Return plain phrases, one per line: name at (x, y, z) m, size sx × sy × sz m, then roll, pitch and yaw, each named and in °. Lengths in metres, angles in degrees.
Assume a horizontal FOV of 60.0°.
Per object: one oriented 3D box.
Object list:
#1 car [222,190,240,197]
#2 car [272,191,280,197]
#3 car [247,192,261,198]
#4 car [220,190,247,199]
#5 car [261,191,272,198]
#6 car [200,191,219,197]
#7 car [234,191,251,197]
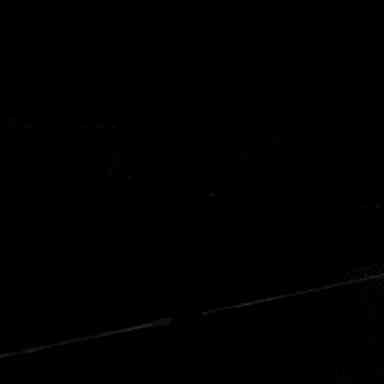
car at (9.678, 0.377, 82.447) m, size 1.837 × 1.490 × 4.892 m, roll 0°, pitch 1°, yaw -29°
car at (17.763, 0.618, 75.213) m, size 2.128 × 1.511 × 4.902 m, roll 0°, pitch 1°, yaw -29°
car at (11.756, 0.638, 71.613) m, size 2.033 × 1.411 × 5.357 m, roll 0°, pitch 1°, yaw -29°
car at (8.670, 0.623, 69.961) m, size 2.128 × 1.511 × 4.902 m, roll 0°, pitch 1°, yaw -29°
car at (14.698, 0.689, 73.523) m, size 1.895 × 1.301 × 4.718 m, roll 0°, pitch 1°, yaw -29°
car at (3.576, 0.410, 79.017) m, size 2.128 × 1.511 × 4.902 m, roll 0°, pitch 1°, yaw -29°
car at (12.728, 0.401, 84.163) m, size 1.812 × 1.442 × 4.674 m, roll 0°, pitch 1°, yaw -29°
